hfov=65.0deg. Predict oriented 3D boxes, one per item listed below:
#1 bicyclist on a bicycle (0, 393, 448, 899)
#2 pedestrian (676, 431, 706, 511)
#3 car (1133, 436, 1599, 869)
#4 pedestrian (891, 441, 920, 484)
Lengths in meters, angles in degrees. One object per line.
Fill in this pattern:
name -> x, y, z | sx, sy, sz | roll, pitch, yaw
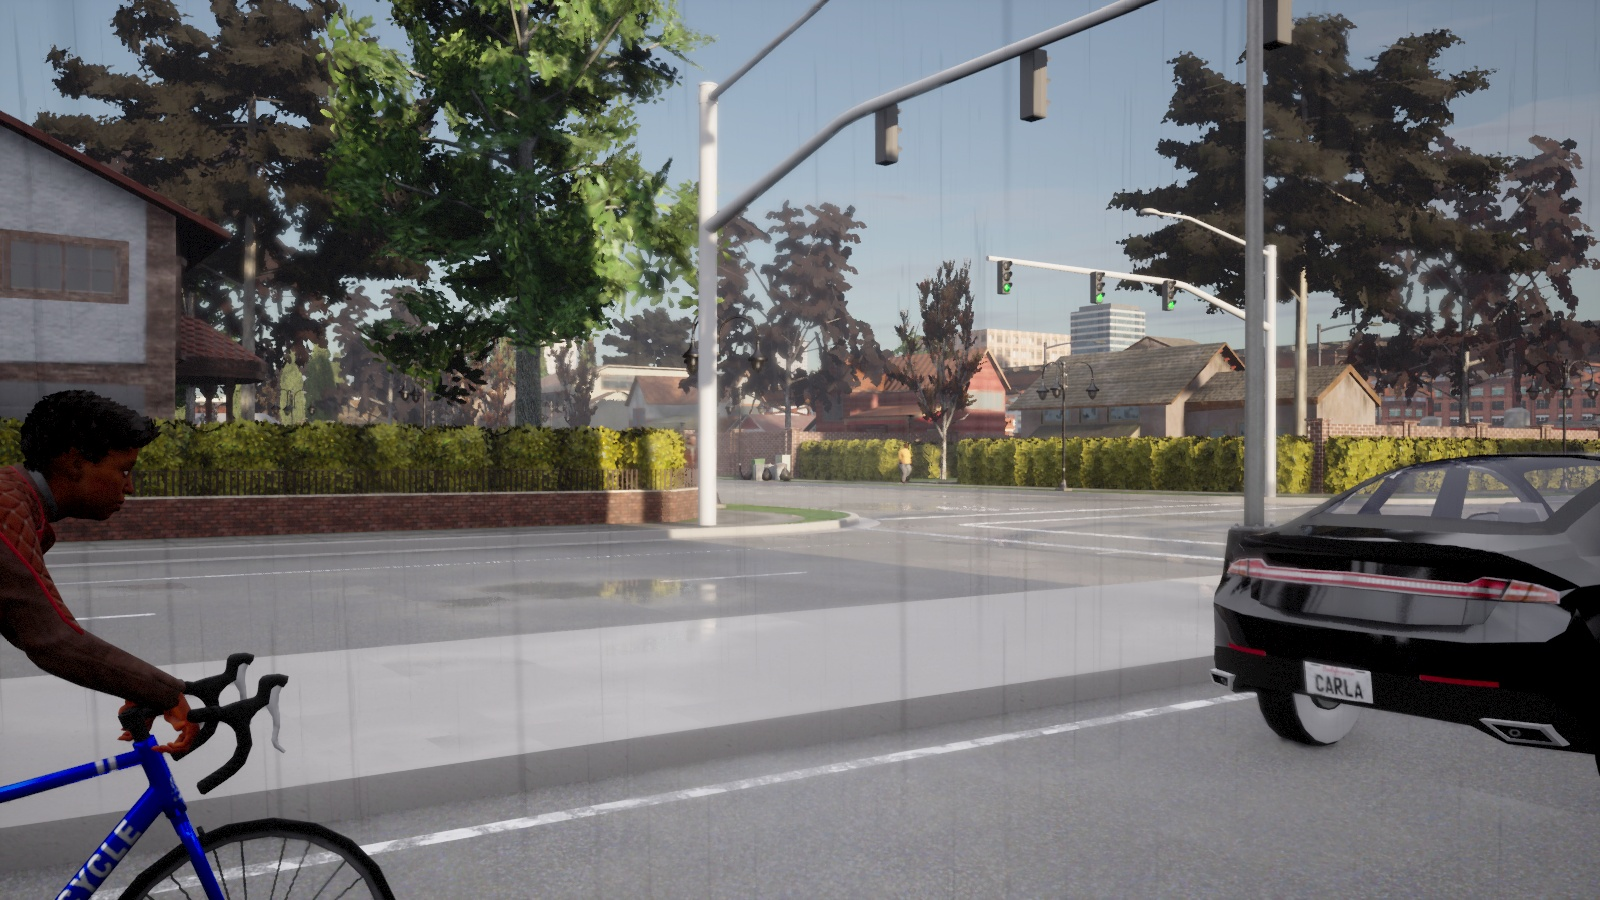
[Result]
bicyclist on a bicycle -> -1.623, 0.707, 2.528 | 1.656, 1.620, 0.582 | 0, 0, -35
pedestrian -> -2.567, 0.488, 29.616 | 0.376, 1.854, 0.720 | 0, 0, -37
car -> 4.234, 0.708, 6.605 | 4.902, 1.511, 2.128 | 0, 0, -35
pedestrian -> 4.566, 0.534, 54.519 | 0.874, 1.855, 0.900 | 0, 0, -34
